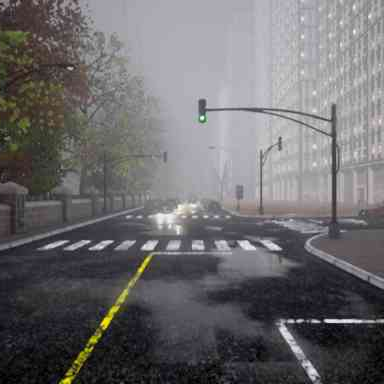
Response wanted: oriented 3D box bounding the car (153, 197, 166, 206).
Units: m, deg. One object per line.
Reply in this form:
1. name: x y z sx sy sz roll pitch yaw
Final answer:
1. car: -5.656 1.643 58.231 1.967 1.590 4.097 0 0 0

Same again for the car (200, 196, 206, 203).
1. car: 2.720 1.747 52.594 1.947 1.339 4.313 0 0 0

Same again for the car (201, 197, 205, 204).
1. car: 2.717 1.725 46.961 1.947 1.339 4.313 0 0 0

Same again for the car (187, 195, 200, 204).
1. car: 0.037 1.792 68.199 2.033 1.411 5.357 0 0 0

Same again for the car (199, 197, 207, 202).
1. car: 2.739 1.877 86.387 2.008 1.369 4.403 0 0 0

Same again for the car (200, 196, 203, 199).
1. car: 2.730 1.795 69.491 1.887 1.381 4.507 0 0 0

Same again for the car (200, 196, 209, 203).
1. car: 2.733 1.715 75.123 1.967 1.590 4.097 0 0 0

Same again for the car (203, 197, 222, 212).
1. car: 2.714 1.704 41.328 1.947 1.339 4.313 0 0 0

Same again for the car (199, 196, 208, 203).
1. car: 2.737 1.741 80.755 1.967 1.590 4.097 0 0 0

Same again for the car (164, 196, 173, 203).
1. car: -5.644 1.741 80.759 1.967 1.590 4.097 0 0 0

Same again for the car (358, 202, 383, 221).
1. car: 14.619 1.374 24.533 4.181 1.385 1.994 -1 0 0

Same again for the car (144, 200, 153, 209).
1. car: -5.663 1.741 46.965 1.802 1.307 4.206 0 0 0

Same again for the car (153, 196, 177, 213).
1. car: -3.129 1.623 39.489 2.128 1.511 4.902 0 0 -3

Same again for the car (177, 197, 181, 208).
1. car: -3.065 1.648 49.836 1.882 1.535 5.008 0 0 0

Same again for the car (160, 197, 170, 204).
1. car: -5.650 1.775 69.326 1.752 1.417 4.829 0 0 0

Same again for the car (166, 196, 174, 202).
1. car: -5.642 1.871 86.392 1.887 1.381 4.507 0 0 0
